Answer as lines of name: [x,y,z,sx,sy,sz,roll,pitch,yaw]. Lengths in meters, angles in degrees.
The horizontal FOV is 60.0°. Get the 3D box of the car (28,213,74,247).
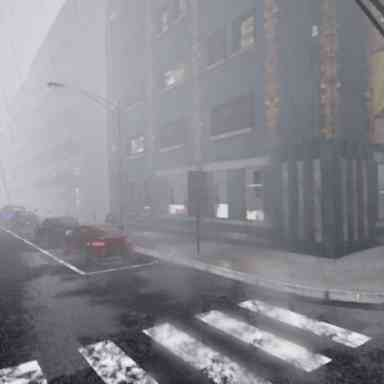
car: [-6.819,1.934,17.063,1.947,1.339,4.313,-2,0,-35]

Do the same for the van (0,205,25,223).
van: [-16.386,2.105,30.594,1.690,1.788,3.998,-2,0,-35]

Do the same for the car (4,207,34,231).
car: [-13.193,2.177,26.082,1.887,1.381,4.507,-2,0,-35]

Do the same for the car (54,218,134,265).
car: [-3.632,1.819,12.553,1.802,1.307,4.206,-2,0,-35]
